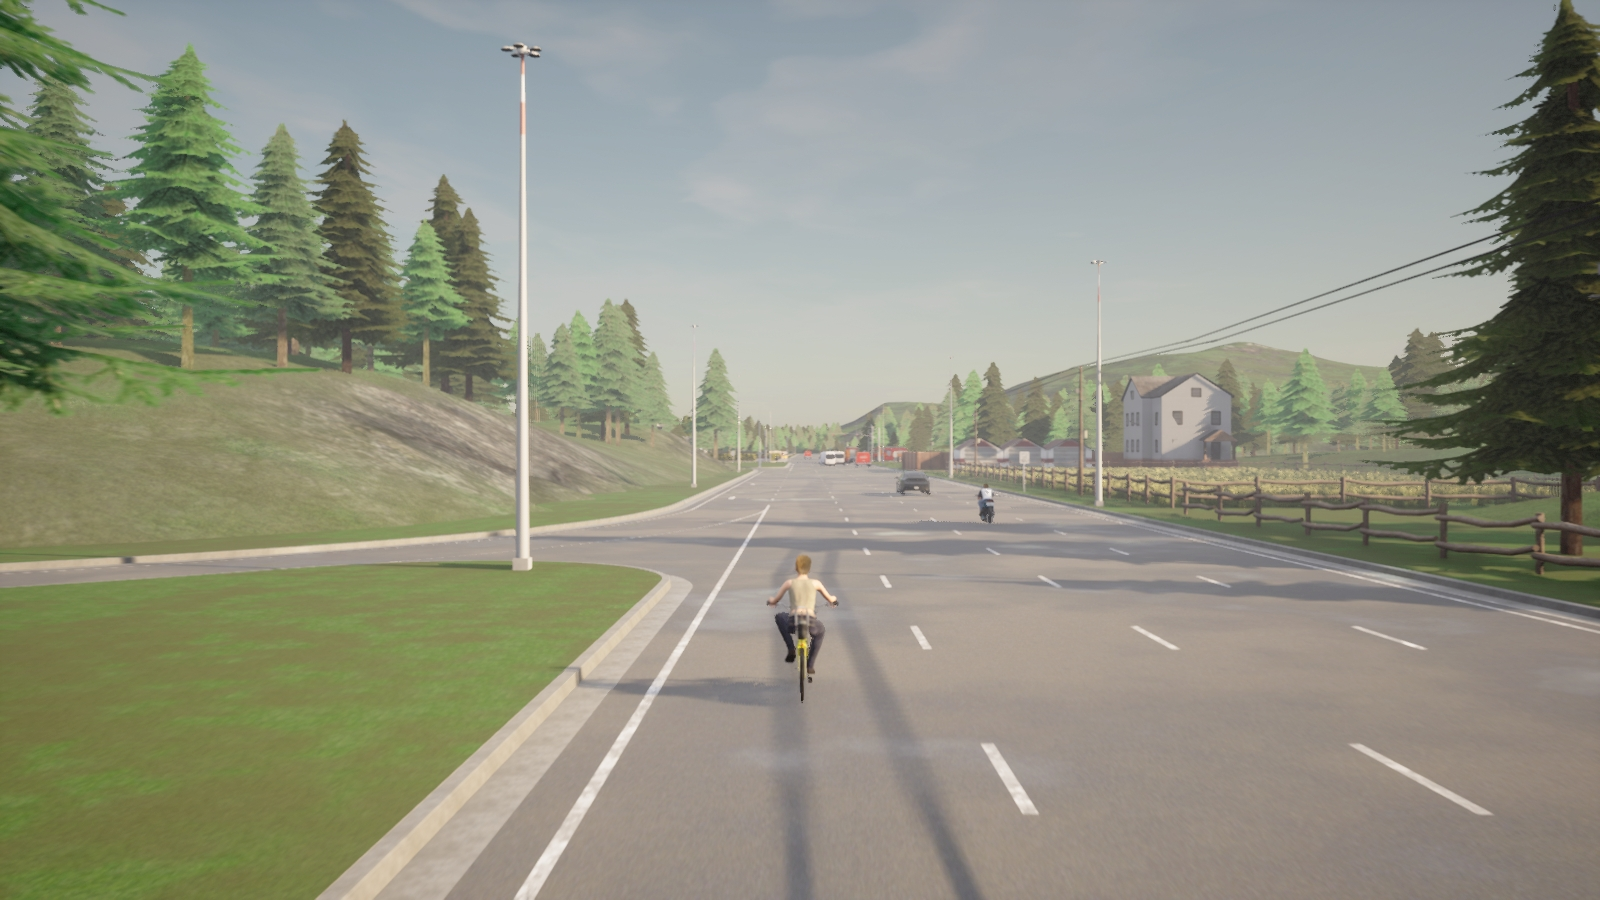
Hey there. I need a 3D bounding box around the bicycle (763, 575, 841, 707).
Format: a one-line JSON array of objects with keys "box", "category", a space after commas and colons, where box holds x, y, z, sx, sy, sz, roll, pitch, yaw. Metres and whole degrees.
[{"box": [0.028, 2.162, 13.186, 0.859, 1.276, 1.487, 0, 0, 1], "category": "bicycle"}]

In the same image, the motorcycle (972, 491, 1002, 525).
[{"box": [7.133, 2.198, 43.718, 0.803, 1.199, 2.033, 0, 0, 0], "category": "motorcycle"}]

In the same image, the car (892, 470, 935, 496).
[{"box": [7.222, 2.082, 73.182, 2.231, 1.480, 4.892, 0, 0, 0], "category": "car"}]
